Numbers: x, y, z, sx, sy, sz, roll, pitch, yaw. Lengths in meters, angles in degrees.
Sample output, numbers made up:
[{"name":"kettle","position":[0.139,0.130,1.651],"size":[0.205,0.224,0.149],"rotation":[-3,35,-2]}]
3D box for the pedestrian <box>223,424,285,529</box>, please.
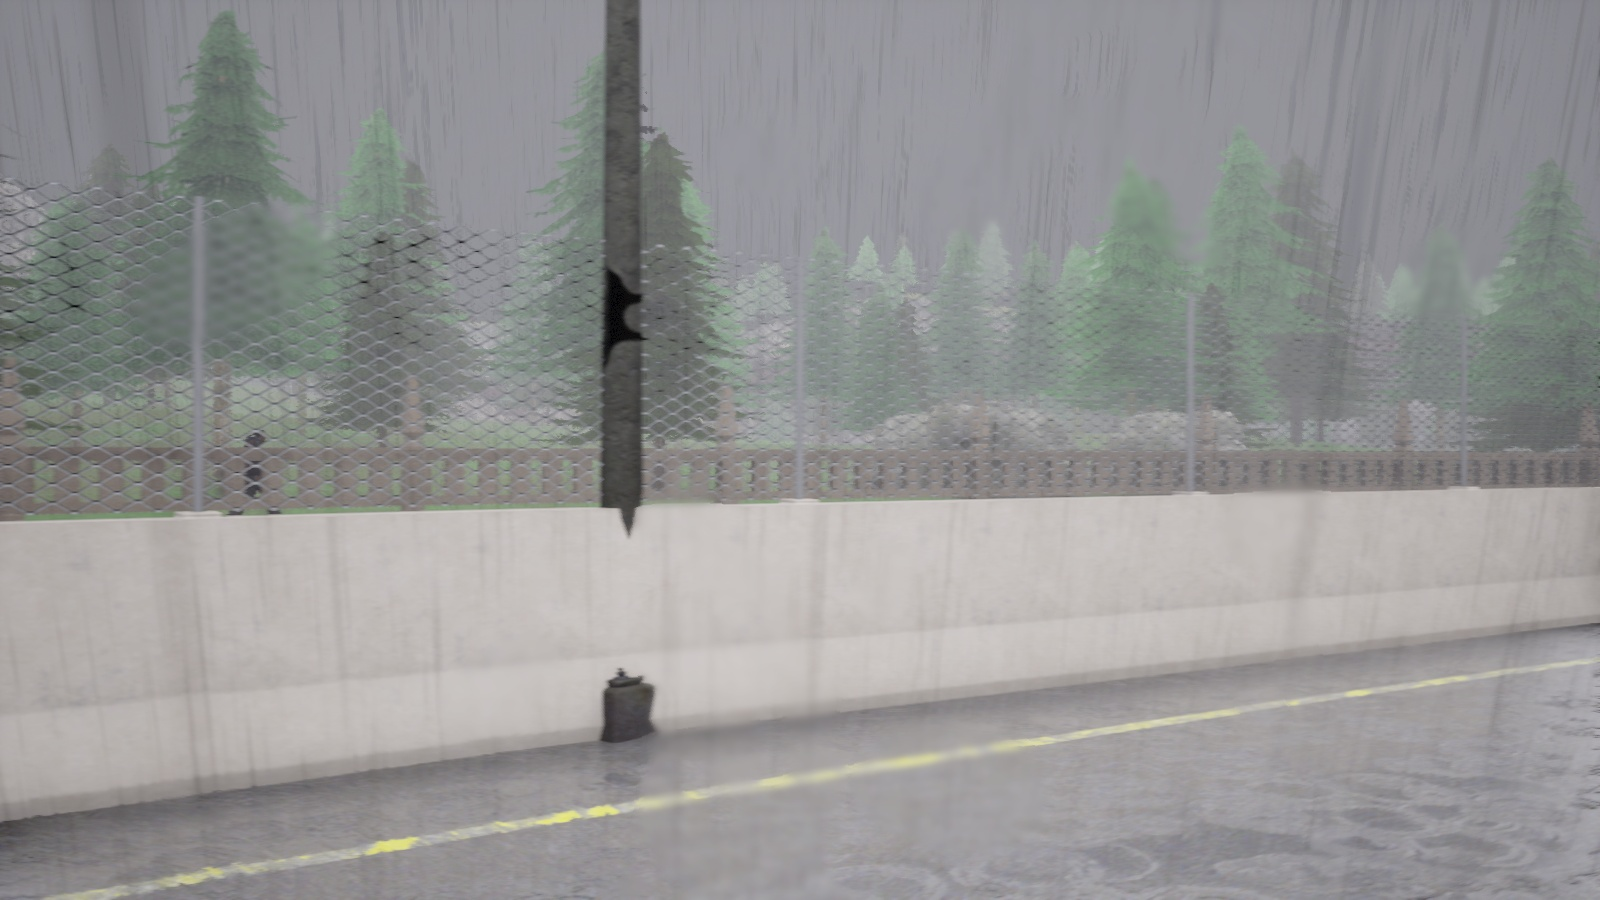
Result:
[{"name":"pedestrian","position":[-9.779,0.465,22.484],"size":[0.899,1.844,0.634],"rotation":[0,0,-35]}]
